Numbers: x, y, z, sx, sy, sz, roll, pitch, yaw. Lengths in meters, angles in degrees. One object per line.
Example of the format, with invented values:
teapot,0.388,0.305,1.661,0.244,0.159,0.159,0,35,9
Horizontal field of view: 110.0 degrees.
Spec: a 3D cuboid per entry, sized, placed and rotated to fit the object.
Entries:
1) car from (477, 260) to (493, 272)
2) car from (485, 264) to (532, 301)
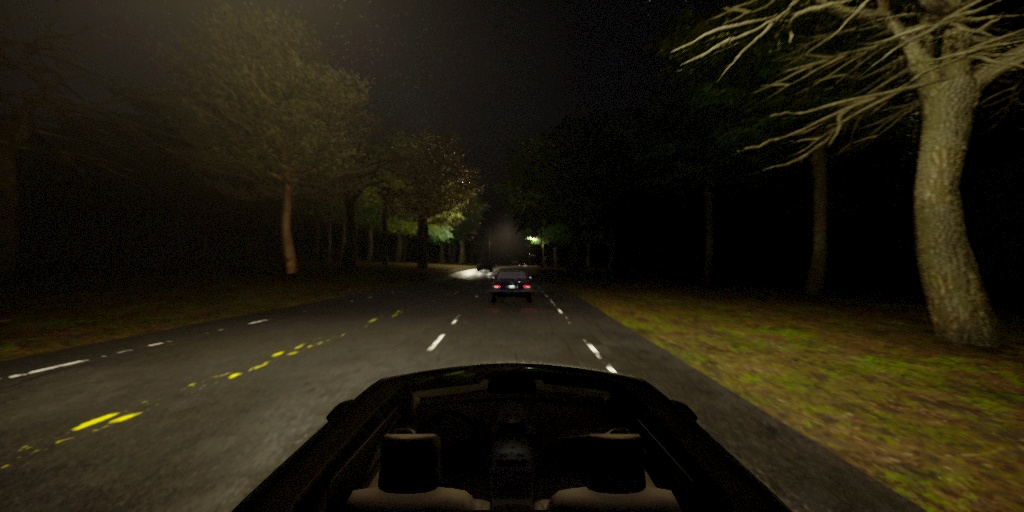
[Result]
car,-3.429,1.256,46.480,2.033,1.411,5.357,0,0,0
car,-0.007,1.311,17.232,2.033,1.411,5.357,0,0,0
